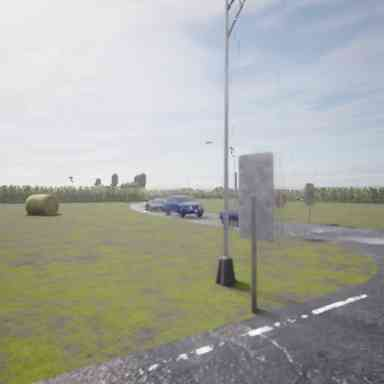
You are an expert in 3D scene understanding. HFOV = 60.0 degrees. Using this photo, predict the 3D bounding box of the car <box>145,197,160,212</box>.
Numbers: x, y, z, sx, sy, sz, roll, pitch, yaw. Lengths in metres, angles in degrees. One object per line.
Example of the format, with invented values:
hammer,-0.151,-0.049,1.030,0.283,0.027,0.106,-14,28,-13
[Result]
car,-4.755,1.741,42.323,2.033,1.411,5.357,0,0,-19

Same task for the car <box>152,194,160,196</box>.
car,-6.907,1.479,64.139,2.150,2.045,5.566,0,0,-6

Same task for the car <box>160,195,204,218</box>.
car,-0.874,1.384,32.597,2.150,2.045,5.566,0,0,-27

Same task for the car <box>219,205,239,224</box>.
car,3.743,1.656,23.757,1.812,1.442,4.674,0,0,-29
